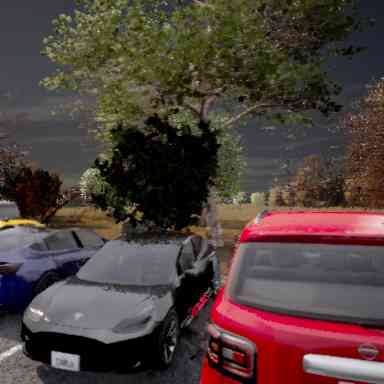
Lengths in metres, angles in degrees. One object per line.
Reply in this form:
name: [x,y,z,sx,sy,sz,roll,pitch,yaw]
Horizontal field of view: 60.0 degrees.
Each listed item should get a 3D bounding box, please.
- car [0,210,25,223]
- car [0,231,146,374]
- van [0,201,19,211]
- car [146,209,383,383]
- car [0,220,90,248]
car: [-5.639,1.490,9.351,1.946,1.575,5.366,0,-1,16]
car: [-0.763,1.520,6.026,2.163,1.488,4.792,1,-1,16]
van: [-8.031,1.271,11.160,1.878,1.987,4.442,1,-1,16]
car: [1.664,1.237,4.350,2.435,2.045,5.566,0,-1,16]
car: [-3.170,1.523,7.822,2.163,1.488,4.792,0,-1,16]
